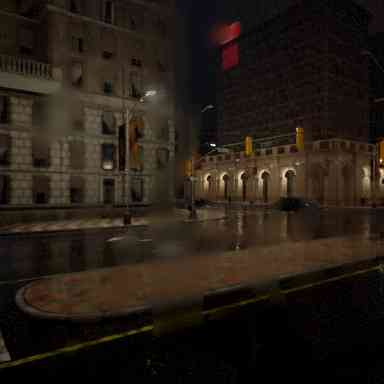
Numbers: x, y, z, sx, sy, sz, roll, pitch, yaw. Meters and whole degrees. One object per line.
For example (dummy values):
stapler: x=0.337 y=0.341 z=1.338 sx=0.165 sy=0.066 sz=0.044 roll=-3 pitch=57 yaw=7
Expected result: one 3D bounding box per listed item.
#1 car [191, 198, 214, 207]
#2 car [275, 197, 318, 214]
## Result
car: x=1.461 y=1.573 z=49.818 sx=1.994 sy=1.385 sz=4.181 roll=0 pitch=0 yaw=-35
car: x=11.322 y=1.359 z=36.045 sx=2.097 sy=1.767 sz=4.553 roll=0 pitch=0 yaw=-36
